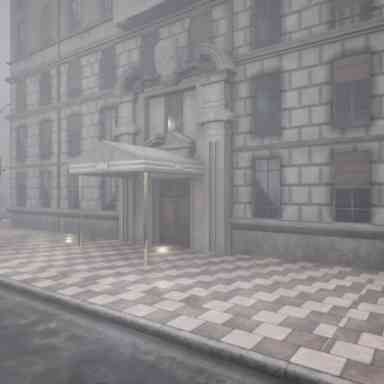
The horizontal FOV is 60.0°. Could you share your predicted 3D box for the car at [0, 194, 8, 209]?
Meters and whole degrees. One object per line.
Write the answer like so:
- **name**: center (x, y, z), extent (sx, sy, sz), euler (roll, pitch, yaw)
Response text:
- **car**: center (-26.766, 1.221, 42.717), extent (2.150, 2.045, 5.566), euler (0, 0, 35)
